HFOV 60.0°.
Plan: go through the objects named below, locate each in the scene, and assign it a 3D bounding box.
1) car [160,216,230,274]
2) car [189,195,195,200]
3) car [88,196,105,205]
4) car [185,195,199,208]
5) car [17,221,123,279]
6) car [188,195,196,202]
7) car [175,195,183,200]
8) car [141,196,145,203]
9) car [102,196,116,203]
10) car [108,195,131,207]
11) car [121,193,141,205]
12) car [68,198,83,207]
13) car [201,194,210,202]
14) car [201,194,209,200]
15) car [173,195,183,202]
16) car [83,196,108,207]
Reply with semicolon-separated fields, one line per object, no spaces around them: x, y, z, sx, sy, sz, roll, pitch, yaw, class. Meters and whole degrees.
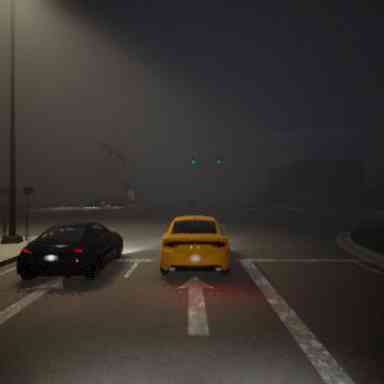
0.087;1.494;10.665;1.882;1.535;5.008;0;0;0;car
-0.025;1.522;92.088;1.837;1.490;4.892;0;0;0;car
-18.517;1.603;64.478;1.837;1.490;4.892;0;0;0;car
-0.014;1.604;51.057;1.812;1.442;4.674;0;0;0;car
-3.413;1.578;10.066;1.994;1.385;4.181;0;0;0;car
-0.022;1.617;81.667;1.837;1.490;4.892;0;0;0;car
-3.525;1.574;92.087;1.994;1.385;4.181;0;0;0;car
-11.520;1.612;72.848;1.837;1.490;4.892;0;0;0;car
-18.520;1.614;74.658;1.837;1.490;4.892;0;0;0;car
-11.589;1.630;53.556;2.033;1.411;5.357;0;0;0;car
-11.522;1.448;62.674;2.097;1.767;4.553;0;0;0;car
-18.575;1.684;54.328;1.895;1.301;4.718;0;0;0;car
3.478;1.715;82.115;1.895;1.301;4.718;0;0;0;car
3.475;1.377;92.059;2.097;1.767;4.553;0;0;0;car
-3.522;1.644;82.083;1.812;1.442;4.674;0;0;0;car
-15.091;1.644;52.350;1.994;1.385;4.181;0;0;0;car
